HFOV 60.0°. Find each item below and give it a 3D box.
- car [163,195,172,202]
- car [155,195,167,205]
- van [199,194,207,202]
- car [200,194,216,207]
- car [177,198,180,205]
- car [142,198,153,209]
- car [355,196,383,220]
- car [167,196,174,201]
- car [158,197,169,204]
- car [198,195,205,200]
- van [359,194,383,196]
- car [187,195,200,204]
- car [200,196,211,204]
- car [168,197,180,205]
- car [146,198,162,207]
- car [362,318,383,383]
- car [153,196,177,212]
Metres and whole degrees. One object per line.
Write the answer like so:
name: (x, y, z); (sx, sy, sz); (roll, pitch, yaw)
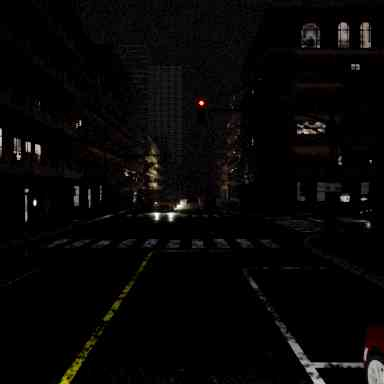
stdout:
car: (-5.738, 1.561, 78.289); (1.752, 1.417, 4.829); (-1, 0, 0)
car: (-5.730, 1.461, 61.875); (1.967, 1.590, 4.097); (-1, 0, 0)
van: (2.640, 1.377, 78.458); (1.690, 1.788, 3.998); (-1, 0, 0)
car: (2.656, 1.453, 50.819); (1.967, 1.590, 4.097); (-1, 0, 0)
car: (-3.121, 1.559, 49.277); (2.033, 1.411, 5.357); (0, 0, 0)
car: (-5.719, 1.560, 45.292); (2.008, 1.369, 4.403); (0, 0, 0)
car: (15.026, 1.229, 24.816); (4.892, 1.490, 1.837); (-1, 0, -1)
car: (-5.743, 1.631, 89.515); (1.802, 1.307, 4.206); (-1, 0, 0)
car: (-5.732, 1.608, 67.403); (1.802, 1.307, 4.206); (-1, 0, 0)
car: (2.633, 1.600, 95.042); (1.887, 1.381, 4.507); (-1, 0, 0)
van: (15.628, 1.035, 27.397); (3.998, 1.788, 1.690); (-1, 1, -1)
car: (0.069, 1.375, 64.445); (2.097, 1.767, 4.553); (0, 0, 0)
car: (2.649, 1.576, 67.402); (2.008, 1.369, 4.403); (-1, 0, 0)
car: (-3.106, 1.620, 59.277); (1.895, 1.301, 4.718); (0, 0, 1)
car: (-5.723, 1.579, 50.819); (1.947, 1.339, 4.313); (0, 0, 0)
car: (2.684, 1.544, 1.819); (1.887, 1.381, 4.507); (0, 0, 0)
car: (-3.117, 1.483, 39.313); (1.882, 1.535, 5.008); (0, 0, 0)
